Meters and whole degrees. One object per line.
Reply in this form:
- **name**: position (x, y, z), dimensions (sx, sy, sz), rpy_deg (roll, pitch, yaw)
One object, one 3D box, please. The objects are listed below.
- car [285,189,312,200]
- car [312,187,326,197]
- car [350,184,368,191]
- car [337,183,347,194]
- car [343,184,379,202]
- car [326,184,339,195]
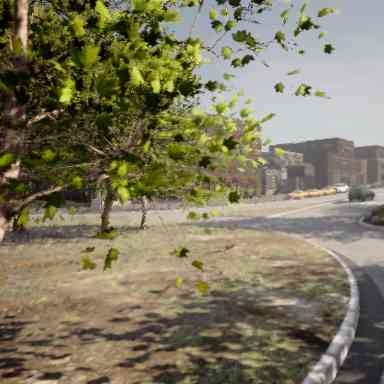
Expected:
- **car**: position (18.422, 0.471, 58.739), dimensions (5.366, 1.575, 1.946), rpy_deg (-4, 3, -42)
- **car**: position (22.502, 0.157, 62.449), dimensions (5.366, 1.575, 1.946), rpy_deg (-4, 3, -42)
- **car**: position (39.004, -1.070, 77.517), dimensions (4.792, 1.488, 2.163), rpy_deg (-4, 3, -42)
- **car**: position (30.850, -0.729, 70.067), dimensions (5.566, 2.045, 2.435), rpy_deg (-4, 3, -42)
- **car**: position (24.638, 0.340, 48.353), dimensions (5.566, 2.045, 2.150), rpy_deg (-5, 3, -43)
- **car**: position (26.575, -0.154, 66.168), dimensions (5.366, 1.575, 1.946), rpy_deg (-4, 3, -42)
